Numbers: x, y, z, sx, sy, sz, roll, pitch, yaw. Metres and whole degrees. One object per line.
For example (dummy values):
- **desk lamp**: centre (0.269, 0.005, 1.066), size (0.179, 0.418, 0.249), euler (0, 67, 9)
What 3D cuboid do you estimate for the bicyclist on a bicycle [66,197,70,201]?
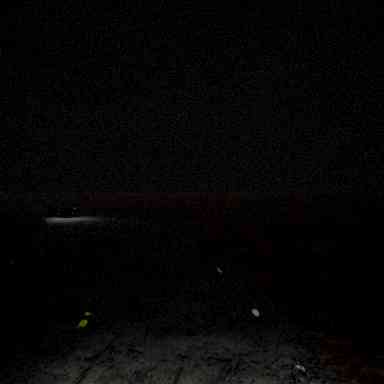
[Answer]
- **bicyclist on a bicycle**: centre (-15.860, 1.507, 42.431), size (0.582, 1.620, 1.656), euler (1, -1, -41)

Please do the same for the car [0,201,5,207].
- **car**: centre (-33.549, 1.842, 55.729), size (4.718, 1.301, 1.895), euler (-1, -2, 28)

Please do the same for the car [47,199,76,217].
- **car**: centre (-11.928, 1.420, 30.314), size (1.882, 1.535, 5.008), euler (1, -1, -31)

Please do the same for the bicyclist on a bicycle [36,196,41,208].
- **bicyclist on a bicycle**: centre (-22.760, 1.491, 49.137), size (1.843, 1.776, 0.659), euler (0, -1, 40)
